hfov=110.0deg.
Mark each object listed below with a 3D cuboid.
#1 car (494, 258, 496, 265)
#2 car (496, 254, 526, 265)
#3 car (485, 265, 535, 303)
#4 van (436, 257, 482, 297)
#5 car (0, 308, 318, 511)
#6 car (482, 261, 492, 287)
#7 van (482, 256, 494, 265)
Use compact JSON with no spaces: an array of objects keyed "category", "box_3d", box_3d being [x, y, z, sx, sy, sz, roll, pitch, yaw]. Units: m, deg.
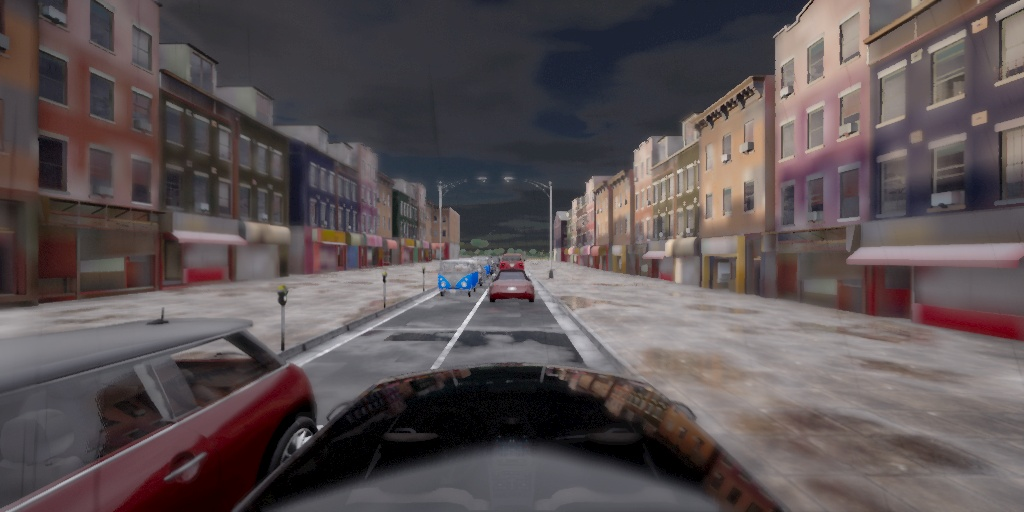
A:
[{"category":"car","box_3d":[-2.637,1.098,34.685,1.948,1.339,4.313,0,0,0]},{"category":"car","box_3d":[0.000,0.831,31.521,2.150,2.045,5.566,0,1,0]},{"category":"car","box_3d":[0.000,1.281,16.497,1.994,1.385,4.181,0,0,0]},{"category":"van","box_3d":[-2.637,1.039,18.045,1.690,1.789,3.998,0,0,0]},{"category":"car","box_3d":[-2.638,1.189,1.402,1.967,1.591,4.097,0,0,0]},{"category":"car","box_3d":[-2.637,1.206,23.592,2.007,1.370,4.403,0,0,0]},{"category":"van","box_3d":[-2.637,0.941,29.139,1.690,1.789,3.998,0,0,0]}]
